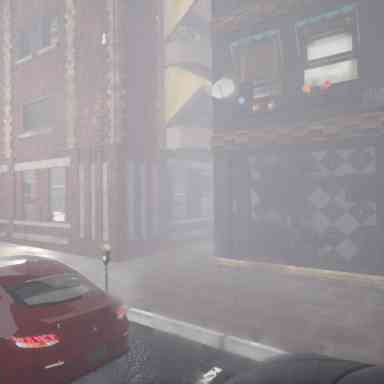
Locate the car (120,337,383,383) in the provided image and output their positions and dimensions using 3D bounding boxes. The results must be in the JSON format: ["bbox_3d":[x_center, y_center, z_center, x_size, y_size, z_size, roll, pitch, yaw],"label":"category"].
[{"bbox_3d":[1.909,1.566,1.487,4.313,1.339,1.947,0,-1,35],"label":"car"}]

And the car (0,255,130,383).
[{"bbox_3d":[-2.703,1.583,4.762,4.206,1.307,1.802,0,-1,35],"label":"car"}]
